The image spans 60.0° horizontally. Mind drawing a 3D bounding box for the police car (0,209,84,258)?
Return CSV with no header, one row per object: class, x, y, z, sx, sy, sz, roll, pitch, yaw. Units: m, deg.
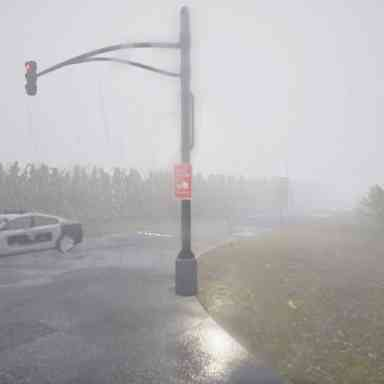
police car,-6.180,1.407,11.282,1.930,1.638,5.238,0,0,35
